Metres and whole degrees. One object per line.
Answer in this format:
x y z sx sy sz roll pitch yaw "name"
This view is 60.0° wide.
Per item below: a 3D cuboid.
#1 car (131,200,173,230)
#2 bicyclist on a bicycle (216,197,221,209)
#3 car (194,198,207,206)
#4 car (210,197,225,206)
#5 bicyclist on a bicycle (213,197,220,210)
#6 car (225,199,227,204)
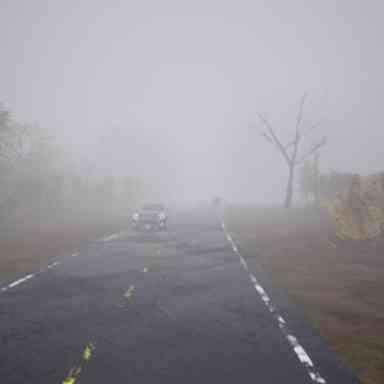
-2.462 1.441 21.534 2.097 1.767 4.553 0 0 3 "car"
4.049 1.599 51.012 0.659 1.776 1.843 0 0 7 "bicyclist on a bicycle"
1.636 1.825 62.102 2.033 1.411 5.357 0 0 9 "car"
4.409 1.834 59.731 1.994 1.385 4.181 0 0 9 "car"
3.002 1.554 41.645 0.659 1.776 1.843 0 0 6 "bicyclist on a bicycle"
6.784 1.898 74.802 1.994 1.385 4.181 0 0 10 "car"
